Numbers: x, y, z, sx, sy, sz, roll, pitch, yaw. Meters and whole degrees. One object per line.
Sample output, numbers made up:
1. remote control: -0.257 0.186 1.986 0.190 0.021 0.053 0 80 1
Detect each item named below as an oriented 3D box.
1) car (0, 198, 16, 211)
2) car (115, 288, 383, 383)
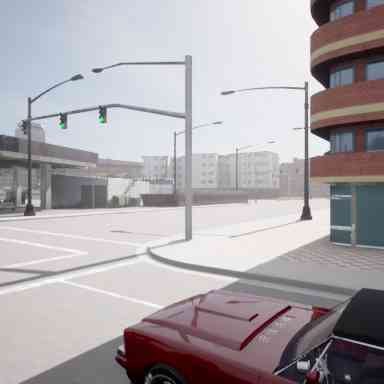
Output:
1. car: -22.337 1.456 38.835 3.806 1.475 1.970 0 0 36
2. car: 1.528 1.601 2.884 4.718 1.301 1.895 0 0 36
